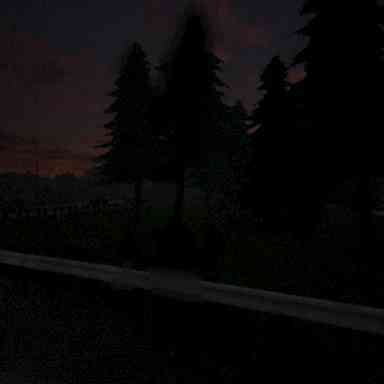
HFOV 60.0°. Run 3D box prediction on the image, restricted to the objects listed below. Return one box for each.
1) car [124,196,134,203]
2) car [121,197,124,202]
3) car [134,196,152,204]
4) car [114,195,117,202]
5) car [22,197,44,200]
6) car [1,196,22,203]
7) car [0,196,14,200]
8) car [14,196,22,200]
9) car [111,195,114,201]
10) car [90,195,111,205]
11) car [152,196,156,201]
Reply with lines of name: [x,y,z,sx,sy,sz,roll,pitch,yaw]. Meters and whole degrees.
car: [-13.628,1.729,76.826,1.812,1.442,4.674,0,0,1]
car: [-17.549,1.835,87.052,1.895,1.301,4.718,0,0,-7]
car: [-10.414,1.682,71.222,1.837,1.490,4.892,0,0,4]
car: [-21.166,1.610,88.298,2.097,1.767,4.553,0,0,-7]
car: [-31.849,1.792,68.466,2.033,1.411,5.357,0,0,8]
car: [-41.648,1.756,76.760,1.882,1.535,5.008,0,0,4]
car: [-34.152,1.804,58.428,1.994,1.385,4.181,0,0,19]
car: [-38.497,1.878,71.769,1.895,1.301,4.718,0,0,8]
car: [-20.631,1.787,79.169,1.994,1.385,4.181,0,0,-3]
car: [-18.235,1.551,65.301,2.097,1.767,4.553,0,0,9]
car: [-10.369,1.710,85.308,1.837,1.490,4.892,0,0,-7]
